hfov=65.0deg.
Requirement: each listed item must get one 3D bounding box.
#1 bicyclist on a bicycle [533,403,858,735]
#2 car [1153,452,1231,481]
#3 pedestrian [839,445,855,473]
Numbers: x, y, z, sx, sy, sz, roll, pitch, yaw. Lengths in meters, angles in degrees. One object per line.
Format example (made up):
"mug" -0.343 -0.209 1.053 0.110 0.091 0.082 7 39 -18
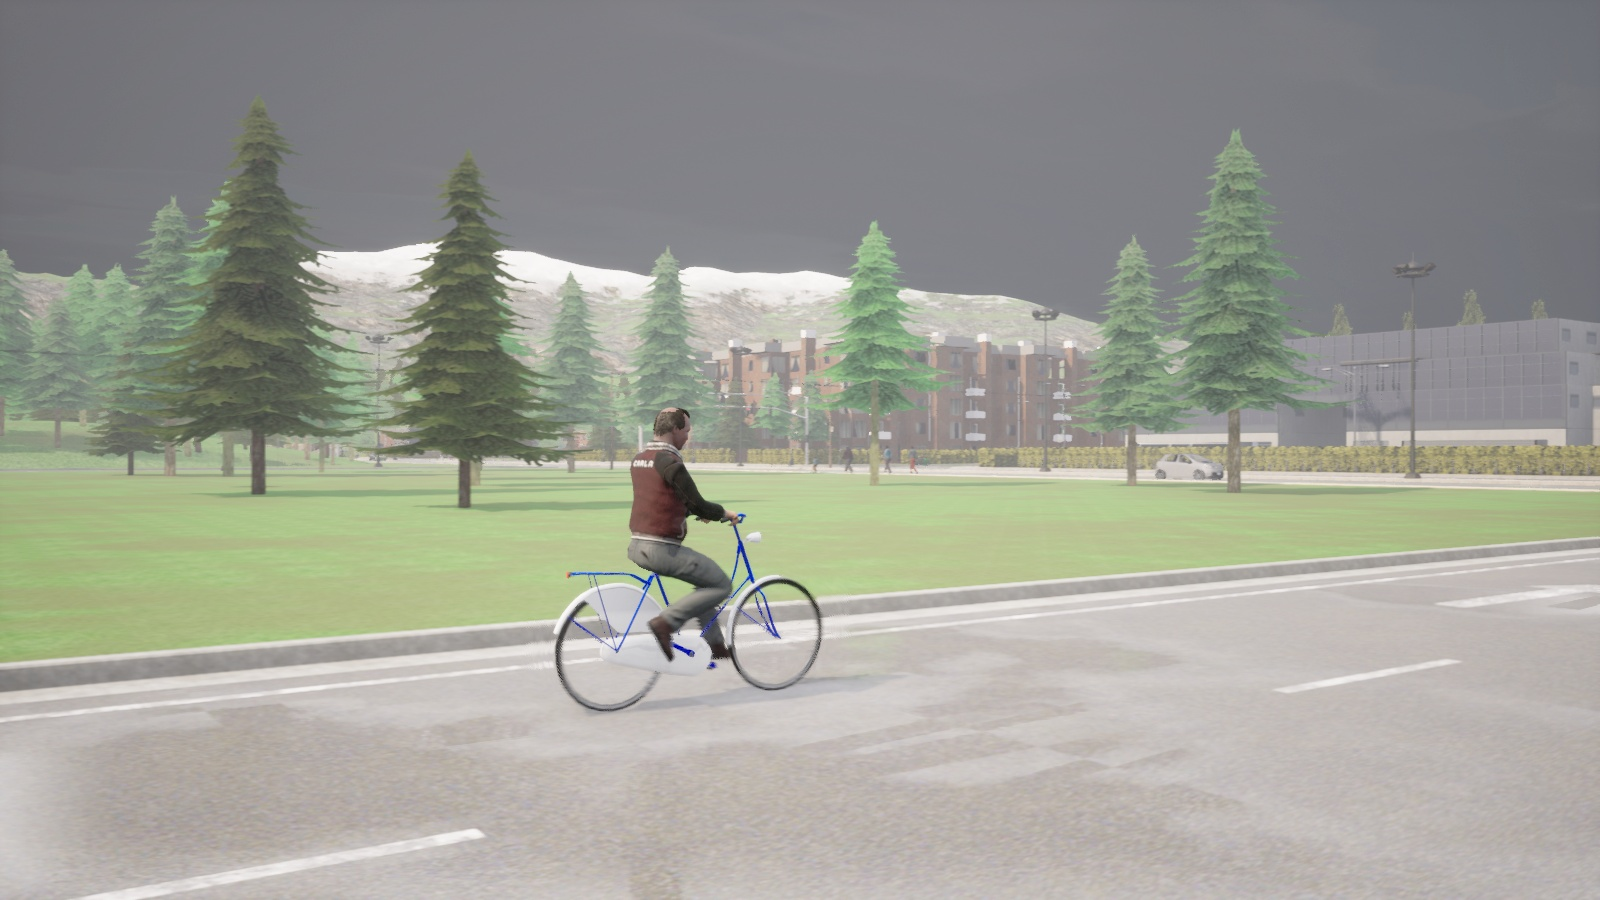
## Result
"bicyclist on a bicycle" -0.593 0.635 7.511 1.843 1.776 0.659 0 0 -35
"car" 21.104 0.881 67.701 1.845 1.501 3.633 0 0 -35
"pedestrian" 3.130 0.580 82.887 0.634 1.844 0.899 0 0 -35
